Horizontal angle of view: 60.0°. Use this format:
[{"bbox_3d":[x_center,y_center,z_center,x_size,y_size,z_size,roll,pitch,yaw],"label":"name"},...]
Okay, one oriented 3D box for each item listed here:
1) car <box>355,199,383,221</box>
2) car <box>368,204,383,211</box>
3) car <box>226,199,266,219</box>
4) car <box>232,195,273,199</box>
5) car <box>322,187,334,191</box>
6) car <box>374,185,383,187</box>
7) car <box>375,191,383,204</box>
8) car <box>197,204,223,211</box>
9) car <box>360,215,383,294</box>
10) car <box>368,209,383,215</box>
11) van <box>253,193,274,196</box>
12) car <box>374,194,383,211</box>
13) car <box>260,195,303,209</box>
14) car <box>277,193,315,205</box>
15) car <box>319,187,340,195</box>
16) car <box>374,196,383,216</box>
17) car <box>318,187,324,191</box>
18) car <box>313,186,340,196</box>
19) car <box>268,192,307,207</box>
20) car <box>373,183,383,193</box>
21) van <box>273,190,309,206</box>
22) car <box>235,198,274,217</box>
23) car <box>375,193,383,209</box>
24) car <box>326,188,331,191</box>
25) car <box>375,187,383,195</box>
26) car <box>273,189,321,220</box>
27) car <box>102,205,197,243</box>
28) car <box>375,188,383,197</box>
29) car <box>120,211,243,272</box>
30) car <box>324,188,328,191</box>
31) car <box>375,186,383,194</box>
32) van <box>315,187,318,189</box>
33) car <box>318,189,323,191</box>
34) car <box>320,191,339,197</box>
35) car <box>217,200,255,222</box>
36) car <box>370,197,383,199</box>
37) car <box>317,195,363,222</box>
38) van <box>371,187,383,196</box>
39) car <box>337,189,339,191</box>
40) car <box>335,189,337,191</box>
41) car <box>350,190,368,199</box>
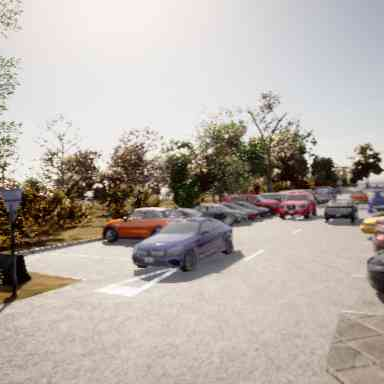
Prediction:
[{"bbox_3d":[9.780,1.148,13.466,5.366,1.575,1.946,-3,-1,29],"label":"car"},{"bbox_3d":[8.571,1.218,10.906,4.674,1.452,2.002,-3,-1,29],"label":"car"},{"bbox_3d":[3.016,1.613,26.729,4.792,1.488,2.163,-3,-1,29],"label":"car"},{"bbox_3d":[7.110,1.474,34.157,5.008,1.535,2.097,-3,-1,29],"label":"car"},{"bbox_3d":[24.957,0.395,66.369,5.008,1.535,2.097,-3,0,29],"label":"car"},{"bbox_3d":[29.091,0.149,48.001,4.553,1.767,2.185,-3,0,29],"label":"car"},{"bbox_3d":[25.020,0.569,40.576,4.674,1.452,2.002,-3,0,29],"label":"car"},{"bbox_3d":[-1.117,1.691,19.335,5.008,1.535,2.097,-3,-1,29],"label":"car"},{"bbox_3d":[5.806,1.280,5.977,4.792,1.488,2.163,-3,-1,29],"label":"car"},{"bbox_3d":[7.201,1.254,8.436,4.674,1.452,2.002,-3,-1,29],"label":"car"},{"bbox_3d":[10.000,1.102,39.154,4.442,1.987,1.878,-3,0,29],"label":"van"},{"bbox_3d":[19.542,0.906,30.684,4.674,1.452,2.002,-3,0,29],"label":"car"},{"bbox_3d":[11.252,1.278,41.700,4.792,1.488,2.163,-3,0,29],"label":"car"},{"bbox_3d":[15.376,0.993,49.092,4.892,1.521,2.231,-3,0,29],"label":"car"},{"bbox_3d":[34.571,-0.352,83.634,4.553,1.767,2.185,-3,0,29],"label":"car"},{"bbox_3d":[16.795,1.005,25.731,4.674,1.452,2.002,-3,-1,29],"label":"car"},{"bbox_3d":[19.390,0.616,56.401,4.553,1.767,2.185,-3,0,29],"label":"car"},{"bbox_3d":[31.736,-0.285,78.596,5.566,2.045,2.435,-3,0,29],"label":"car"},{"bbox_3d":[12.606,1.039,44.027,4.553,1.767,2.185,-3,0,29],"label":"car"},{"bbox_3d":[44.187,-0.927,75.151,5.566,2.045,2.435,-3,0,29],"label":"car"},{"bbox_3d":[13.898,0.857,46.675,4.442,1.987,1.878,-3,0,29],"label":"van"},{"bbox_3d":[4.386,1.577,29.197,4.792,1.488,2.163,-3,-1,29],"label":"car"},{"bbox_3d":[20.920,0.825,33.160,4.674,1.452,2.002,-3,0,29],"label":"car"},{"bbox_3d":[23.561,0.511,63.916,4.792,1.488,2.163,-3,0,29],"label":"car"},{"bbox_3d":[38.707,-0.284,65.282,4.674,1.452,2.002,-3,0,29],"label":"car"},{"bbox_3d":[8.686,1.077,27.119,2.150,2.045,5.566,-3,-1,29],"label":"car"},{"bbox_3d":[-2.410,1.598,16.964,4.553,1.767,2.185,-3,-1,29],"label":"car"},{"bbox_3d":[33.234,0.057,55.398,4.674,1.452,2.002,-3,0,29],"label":"car"},{"bbox_3d":[-0.074,1.610,11.355,1.812,1.442,4.674,-3,-1,30],"label":"car"},{"bbox_3d":[20.795,0.654,58.853,5.008,1.535,2.097,-3,0,29],"label":"car"},{"bbox_3d":[41.444,-0.497,70.221,5.008,1.535,2.097,-3,0,29],"label":"car"},{"bbox_3d":[16.637,0.686,51.614,4.442,1.987,1.878,-3,0,29],"label":"van"},{"bbox_3d":[18.052,0.825,53.920,5.008,1.535,2.097,-3,0,29],"label":"car"},{"bbox_3d":[17.054,0.933,41.997,1.994,1.385,4.181,-3,0,29],"label":"car"},{"bbox_3d":[1.674,1.620,24.387,4.892,1.521,2.231,-3,-1,29],"label":"car"},{"bbox_3d":[11.318,1.107,15.845,5.008,1.535,2.097,-3,-1,29],"label":"car"},{"bbox_3d":[10.322,1.234,22.963,2.128,1.511,4.902,-3,-1,29],"label":"car"},{"bbox_3d":[15.313,0.780,23.318,4.442,1.987,1.878,-3,-1,29],"label":"van"},{"bbox_3d":[30.412,0.053,76.253,4.892,1.521,2.231,-3,0,29],"label":"car"},{"bbox_3d":[27.691,0.225,71.308,4.892,1.521,2.231,-3,0,29],"label":"car"},{"bbox_3d":[22.390,0.516,44.769,2.097,1.767,4.553,-3,0,29],"label":"car"}]
